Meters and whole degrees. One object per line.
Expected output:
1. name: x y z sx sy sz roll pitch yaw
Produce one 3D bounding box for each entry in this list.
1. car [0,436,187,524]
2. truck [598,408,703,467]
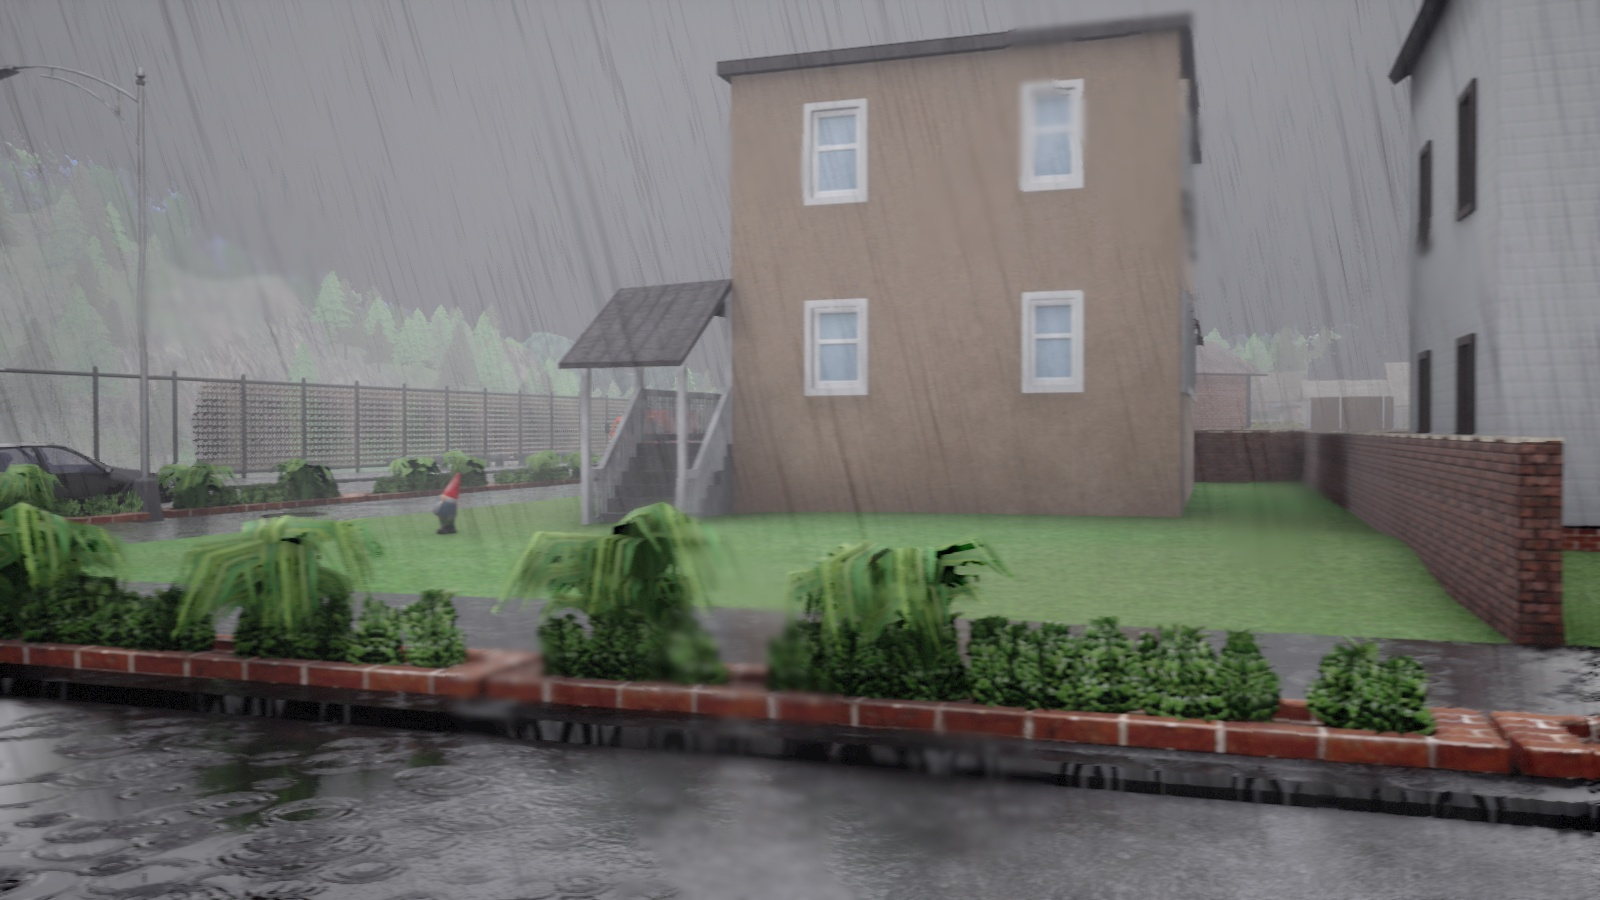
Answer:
1. car: -13.553 0.474 21.776 2.033 1.411 5.357 1 1 19
2. truck: -6.490 -0.569 55.199 2.627 2.467 5.204 1 1 19
